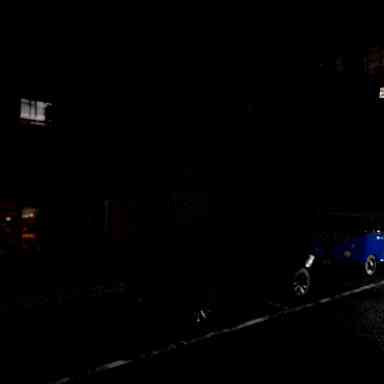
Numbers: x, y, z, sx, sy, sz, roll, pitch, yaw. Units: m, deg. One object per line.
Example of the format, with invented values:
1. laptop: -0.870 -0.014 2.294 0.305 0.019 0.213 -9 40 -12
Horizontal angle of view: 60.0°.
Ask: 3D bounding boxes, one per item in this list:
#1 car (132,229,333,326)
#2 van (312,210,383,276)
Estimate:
1. car: 0.854 1.619 7.171 4.313 1.339 1.947 1 0 -36
2. van: 5.455 1.457 10.453 3.998 1.788 1.690 1 0 -36
